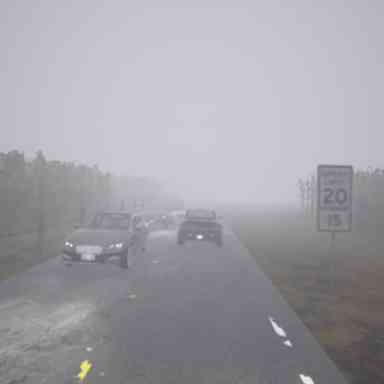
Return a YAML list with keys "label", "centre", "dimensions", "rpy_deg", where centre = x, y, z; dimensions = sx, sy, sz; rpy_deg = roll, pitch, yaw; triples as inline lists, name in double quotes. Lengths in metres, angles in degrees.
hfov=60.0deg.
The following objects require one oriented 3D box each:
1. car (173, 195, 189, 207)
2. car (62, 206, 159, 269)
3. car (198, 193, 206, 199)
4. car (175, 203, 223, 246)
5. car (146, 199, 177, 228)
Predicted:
- label: "car"
  centre: [-1.696, 1.416, 37.287]
  dimensions: [1.994, 1.385, 4.181]
  rpy_deg: [2, 0, 2]
- label: "car"
  centre: [-2.592, 1.405, 10.979]
  dimensions: [2.128, 1.511, 4.902]
  rpy_deg: [2, 0, 2]
- label: "car"
  centre: [2.713, 1.102, 93.722]
  dimensions: [2.097, 1.767, 4.553]
  rpy_deg: [2, 0, -1]
- label: "car"
  centre: [0.395, 1.510, 15.509]
  dimensions: [1.837, 1.490, 4.892]
  rpy_deg: [2, 0, 2]
- label: "car"
  centre: [-2.267, 1.424, 21.630]
  dimensions: [1.812, 1.442, 4.674]
  rpy_deg: [2, 0, 1]
